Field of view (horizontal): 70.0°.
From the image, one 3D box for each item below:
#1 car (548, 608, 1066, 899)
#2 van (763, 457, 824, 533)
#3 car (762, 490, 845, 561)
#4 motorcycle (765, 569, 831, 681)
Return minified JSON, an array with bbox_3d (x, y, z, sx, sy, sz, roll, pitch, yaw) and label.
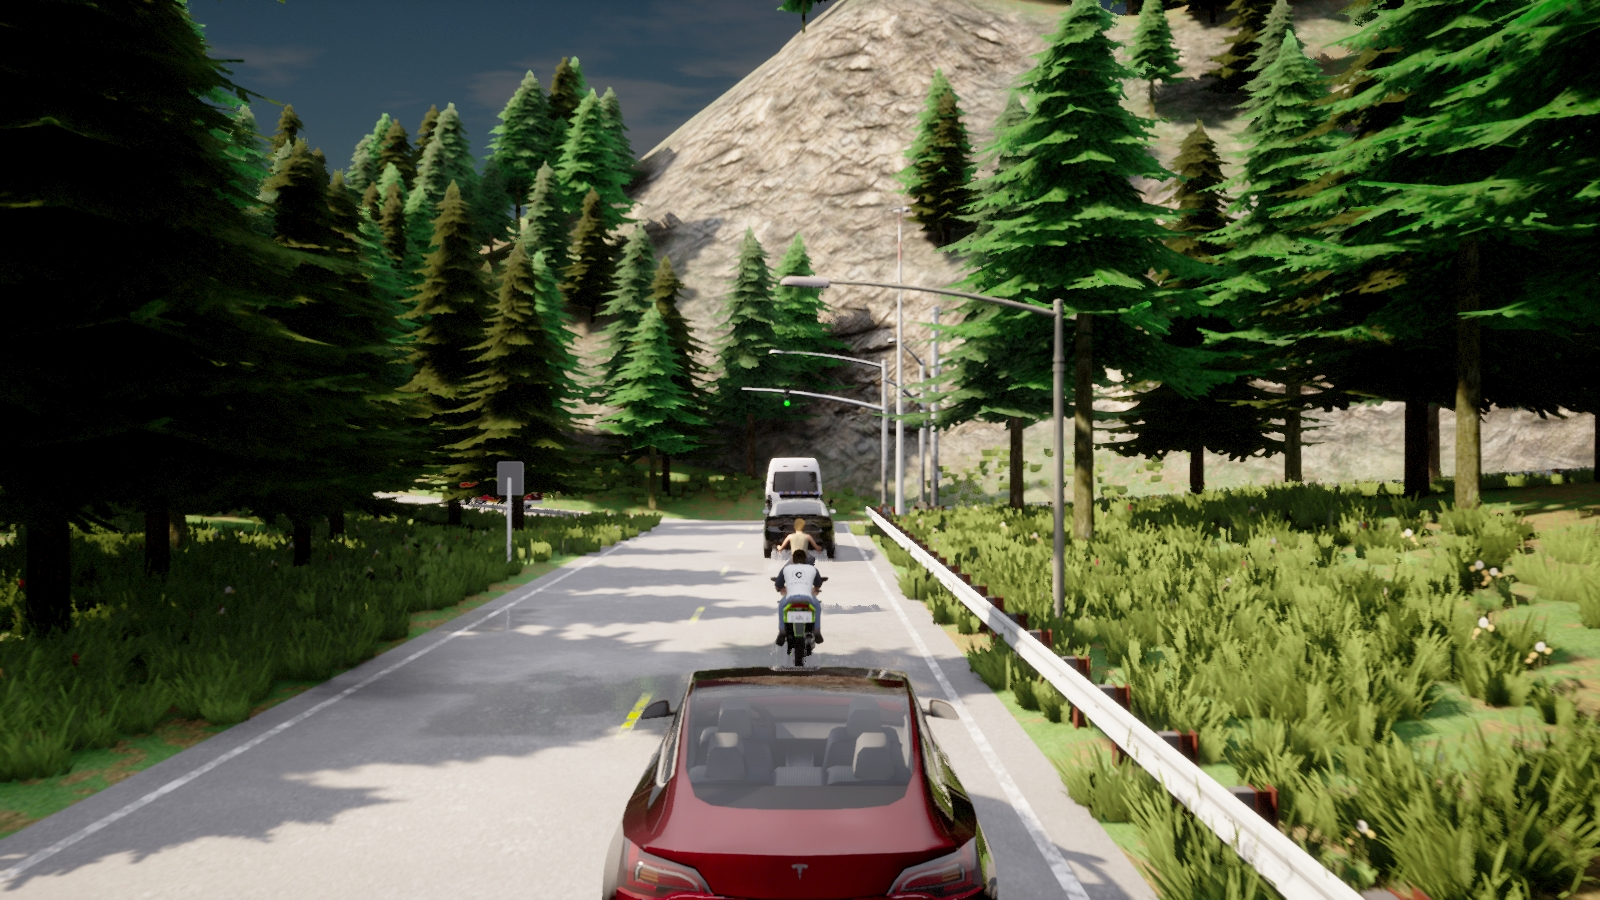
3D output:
[{"bbox_3d":[0.028,2.069,7.168,2.163,1.488,4.792,0,0,0],"label":"car"},{"bbox_3d":[-0.317,1.567,42.344,1.988,2.561,5.915,0,0,-3],"label":"van"},{"bbox_3d":[0.091,2.006,31.673,2.097,1.638,5.238,0,0,0],"label":"car"},{"bbox_3d":[-0.027,2.225,14.837,0.803,1.145,2.033,0,0,0],"label":"motorcycle"}]
